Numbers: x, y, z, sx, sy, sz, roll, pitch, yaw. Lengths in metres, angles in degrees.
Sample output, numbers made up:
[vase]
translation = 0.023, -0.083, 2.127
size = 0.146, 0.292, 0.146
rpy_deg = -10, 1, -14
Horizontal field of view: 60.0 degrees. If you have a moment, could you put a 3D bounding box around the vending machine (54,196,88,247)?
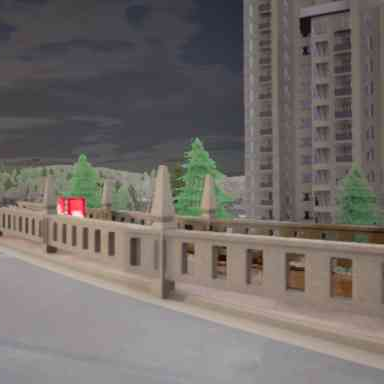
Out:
[vending machine]
translation = -5.225, 1.234, 14.389
size = 1.100, 2.100, 0.880
rpy_deg = -1, 0, -44
